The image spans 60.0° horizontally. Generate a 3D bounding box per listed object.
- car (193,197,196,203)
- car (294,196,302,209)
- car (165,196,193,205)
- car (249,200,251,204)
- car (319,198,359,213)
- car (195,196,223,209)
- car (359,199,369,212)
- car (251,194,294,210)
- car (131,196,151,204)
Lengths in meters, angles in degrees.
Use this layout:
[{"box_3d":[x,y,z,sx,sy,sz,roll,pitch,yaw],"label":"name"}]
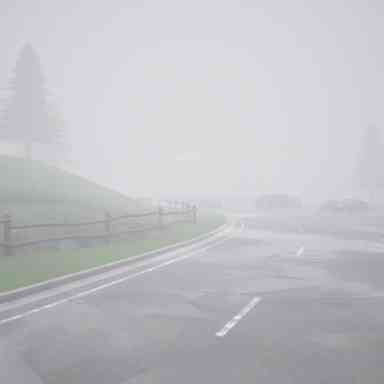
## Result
[{"box_3d":[1.365,1.492,59.035,2.128,1.511,4.902,0,0,-41],"label":"car"},{"box_3d":[13.122,1.352,46.134,2.097,1.767,4.553,0,0,-20],"label":"car"},{"box_3d":[-2.688,1.478,58.464,1.882,1.535,5.008,0,0,-42],"label":"car"},{"box_3d":[12.109,1.547,56.599,2.033,1.411,5.357,0,0,-33],"label":"car"},{"box_3d":[15.661,1.526,36.278,1.812,1.442,4.674,0,0,-8],"label":"car"},{"box_3d":[2.532,1.526,44.225,1.812,1.442,4.674,0,0,-23],"label":"car"},{"box_3d":[18.684,1.505,39.297,1.837,1.490,4.892,0,0,-9],"label":"car"},{"box_3d":[10.410,1.221,43.499,2.150,2.045,5.566,0,0,-21],"label":"car"},{"box_3d":[-9.338,1.492,60.627,2.128,1.511,4.902,0,0,-43],"label":"car"}]
